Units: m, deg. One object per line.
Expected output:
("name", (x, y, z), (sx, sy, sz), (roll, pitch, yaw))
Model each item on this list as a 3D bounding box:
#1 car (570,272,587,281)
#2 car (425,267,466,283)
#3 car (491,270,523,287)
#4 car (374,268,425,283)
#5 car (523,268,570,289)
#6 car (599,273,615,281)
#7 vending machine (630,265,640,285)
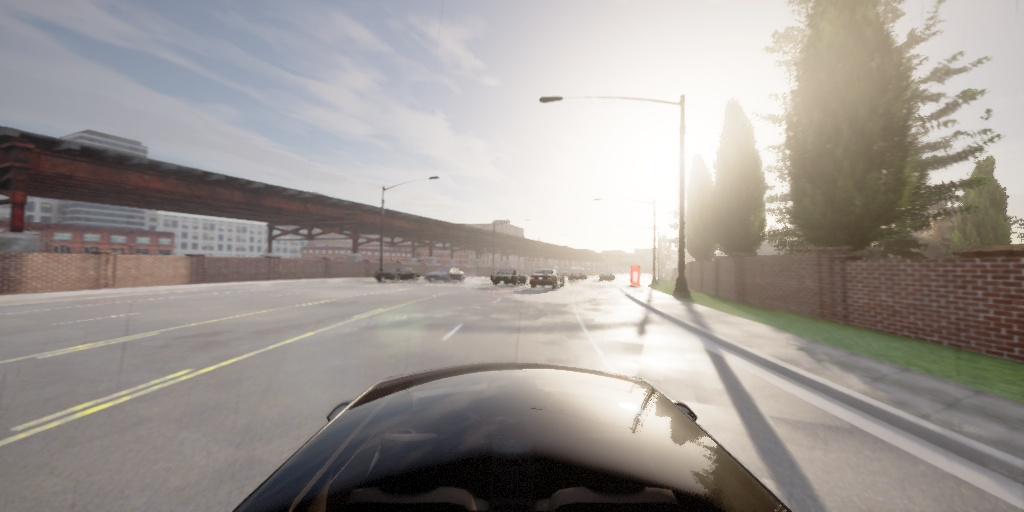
("car", (10.171, 3.174, 55.231), (1.895, 1.301, 4.718), (0, -3, 25))
("car", (-5.970, 1.743, 32.947), (2.033, 1.411, 5.357), (1, -2, 17))
("car", (-0.097, 1.779, 29.263), (1.895, 1.301, 4.718), (1, -2, 17))
("car", (-9.993, 1.660, 31.572), (1.895, 1.301, 4.718), (1, -2, 16))
("car", (2.771, 1.709, 27.138), (2.033, 1.411, 5.357), (0, -2, 18))
("car", (15.640, 3.470, 58.736), (1.895, 1.301, 4.718), (0, -3, 24))
("vending machine", (11.556, 1.852, 33.744), (1.100, 2.100, 0.880), (0, 0, 20))
